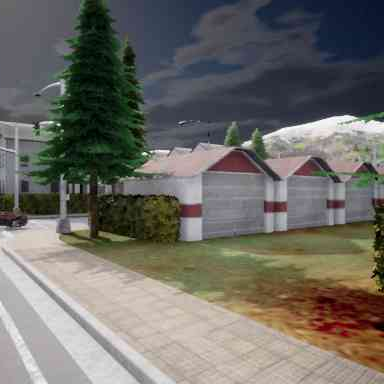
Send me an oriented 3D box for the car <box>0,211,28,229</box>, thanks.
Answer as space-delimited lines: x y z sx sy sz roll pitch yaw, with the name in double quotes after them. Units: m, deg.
-12.396 1.549 19.922 4.674 1.442 1.812 0 0 -37 "car"
